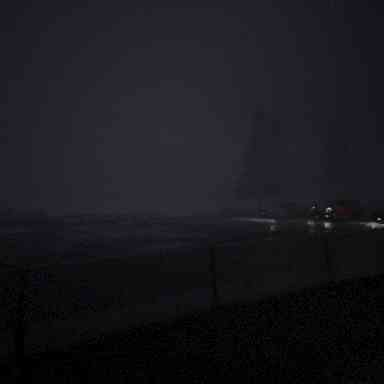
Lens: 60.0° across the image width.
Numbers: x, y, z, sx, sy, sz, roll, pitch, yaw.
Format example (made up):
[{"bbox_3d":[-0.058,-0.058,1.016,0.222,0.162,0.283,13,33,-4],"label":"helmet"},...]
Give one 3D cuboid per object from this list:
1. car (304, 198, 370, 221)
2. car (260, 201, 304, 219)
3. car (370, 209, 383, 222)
[{"bbox_3d":[11.720,1.360,26.832,4.553,1.767,2.097,0,0,-26],"label":"car"},{"bbox_3d":[8.104,1.522,28.962,4.674,1.442,1.812,0,0,-26],"label":"car"},{"bbox_3d":[15.861,1.568,25.011,5.357,1.411,2.033,0,0,-25],"label":"car"}]
